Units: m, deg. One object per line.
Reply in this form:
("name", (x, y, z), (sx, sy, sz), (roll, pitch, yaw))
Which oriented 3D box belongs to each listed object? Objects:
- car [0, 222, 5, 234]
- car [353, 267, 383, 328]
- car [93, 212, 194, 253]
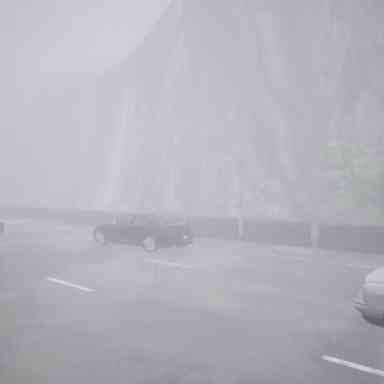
("car", (-11.680, 1.708, 17.222), (4.718, 1.301, 1.895), (0, -1, 37))
("car", (4.931, 1.670, 4.641), (4.718, 1.301, 1.895), (0, -1, 37))
("car", (-2.232, 1.624, 14.458), (5.008, 1.535, 1.882), (0, -1, 37))
